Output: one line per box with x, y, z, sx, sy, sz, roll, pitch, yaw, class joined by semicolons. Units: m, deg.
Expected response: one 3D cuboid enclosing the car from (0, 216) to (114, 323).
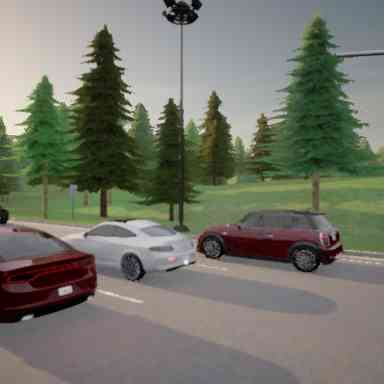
-4.097;1.467;6.913;5.008;1.535;1.882;0;0;35;car

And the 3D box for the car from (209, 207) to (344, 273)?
2.394;1.345;10.883;4.553;1.767;2.097;0;0;35;car

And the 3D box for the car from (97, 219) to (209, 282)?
-2.030;1.515;9.739;4.674;1.442;1.812;0;0;35;car

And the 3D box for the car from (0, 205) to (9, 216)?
-14.476;1.468;22.912;4.892;1.490;1.837;0;0;35;car
